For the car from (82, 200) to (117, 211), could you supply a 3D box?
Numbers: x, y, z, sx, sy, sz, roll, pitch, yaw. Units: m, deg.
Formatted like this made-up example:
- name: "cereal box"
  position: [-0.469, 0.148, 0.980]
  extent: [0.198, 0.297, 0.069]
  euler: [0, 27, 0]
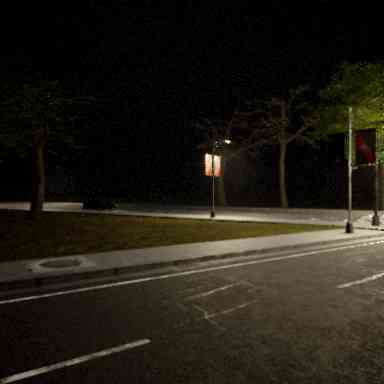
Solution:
- name: "car"
  position: [-13.185, 1.856, 47.169]
  extent: [5.357, 1.411, 2.033]
  euler: [0, 0, 32]
